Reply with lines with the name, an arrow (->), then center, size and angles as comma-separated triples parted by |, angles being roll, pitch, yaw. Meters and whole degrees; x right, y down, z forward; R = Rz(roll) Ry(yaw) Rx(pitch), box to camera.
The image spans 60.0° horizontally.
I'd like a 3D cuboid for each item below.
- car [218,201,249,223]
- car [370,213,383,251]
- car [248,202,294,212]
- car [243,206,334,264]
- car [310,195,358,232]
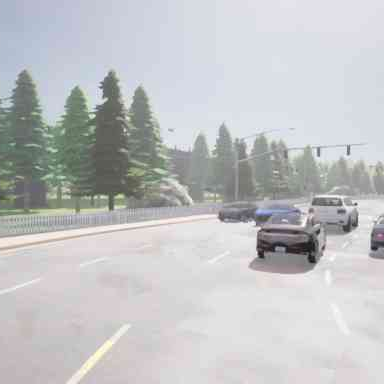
car -> 3.798, 1.502, 25.975 | 1.837, 1.490, 4.892 | 0, 0, 34
car -> 8.386, 1.545, 13.502 | 2.033, 1.411, 5.357 | 0, 0, 32
car -> 5.939, 1.474, 22.889 | 1.882, 1.535, 5.008 | 0, 0, 34
car -> 3.723, 1.489, 12.051 | 2.128, 1.511, 4.902 | 0, 0, 27
car -> 8.759, 1.218, 20.459 | 2.150, 2.045, 5.566 | 0, 0, 33
